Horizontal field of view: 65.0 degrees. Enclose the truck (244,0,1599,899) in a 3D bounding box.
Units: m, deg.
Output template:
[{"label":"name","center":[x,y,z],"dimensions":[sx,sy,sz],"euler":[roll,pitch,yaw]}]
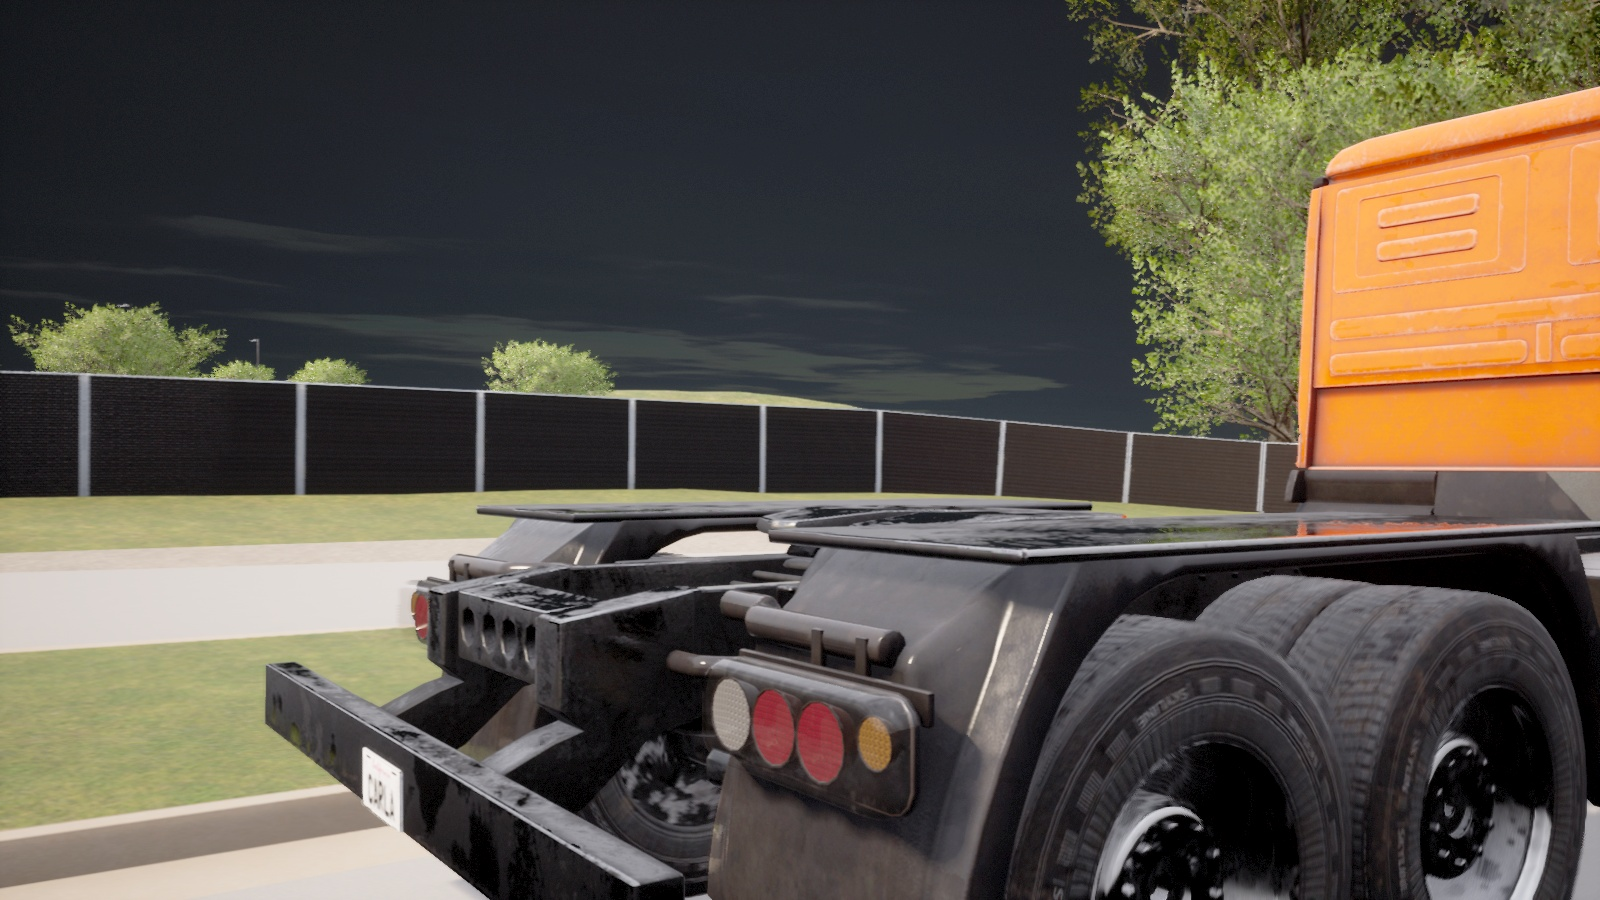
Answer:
[{"label":"truck","center":[2.251,-0.197,5.236],"dimensions":[7.936,3.462,2.891],"euler":[0,-1,-35]}]
